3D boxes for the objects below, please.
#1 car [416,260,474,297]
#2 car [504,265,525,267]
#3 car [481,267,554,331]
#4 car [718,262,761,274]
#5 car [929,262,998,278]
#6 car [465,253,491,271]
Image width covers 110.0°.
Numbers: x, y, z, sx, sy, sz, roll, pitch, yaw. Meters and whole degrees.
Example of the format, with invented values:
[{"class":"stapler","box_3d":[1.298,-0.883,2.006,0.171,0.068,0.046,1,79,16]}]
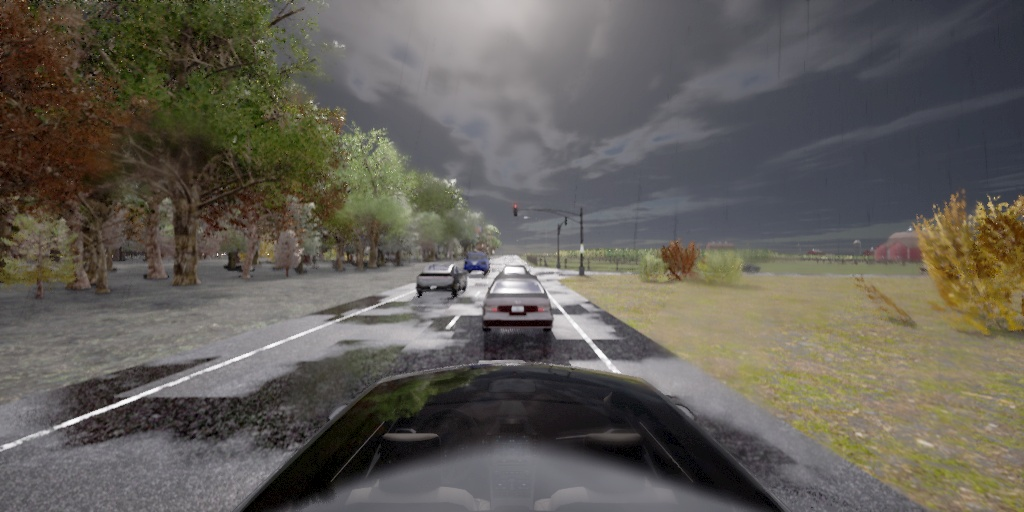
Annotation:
[{"class":"car","box_3d":[-3.364,1.130,17.804,2.128,1.511,4.902,0,0,0]},{"class":"car","box_3d":[0.144,1.188,19.920,1.994,1.385,4.181,0,0,0]},{"class":"car","box_3d":[0.121,1.235,10.680,2.033,1.411,5.357,0,0,0]},{"class":"car","box_3d":[26.238,1.405,42.015,4.718,1.301,1.895,1,-1,0]},{"class":"car","box_3d":[48.670,1.563,38.258,5.357,1.411,2.033,1,-1,1]},{"class":"car","box_3d":[-3.328,0.745,34.554,2.150,2.045,5.566,0,1,0]}]
